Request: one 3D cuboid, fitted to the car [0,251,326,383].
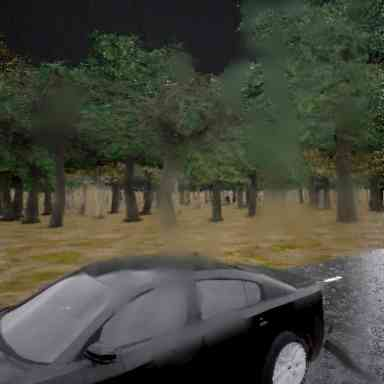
[{"bbox_3d":[-0.643,1.482,3.532,5.008,1.535,1.882,0,0,-35],"label":"car"}]
